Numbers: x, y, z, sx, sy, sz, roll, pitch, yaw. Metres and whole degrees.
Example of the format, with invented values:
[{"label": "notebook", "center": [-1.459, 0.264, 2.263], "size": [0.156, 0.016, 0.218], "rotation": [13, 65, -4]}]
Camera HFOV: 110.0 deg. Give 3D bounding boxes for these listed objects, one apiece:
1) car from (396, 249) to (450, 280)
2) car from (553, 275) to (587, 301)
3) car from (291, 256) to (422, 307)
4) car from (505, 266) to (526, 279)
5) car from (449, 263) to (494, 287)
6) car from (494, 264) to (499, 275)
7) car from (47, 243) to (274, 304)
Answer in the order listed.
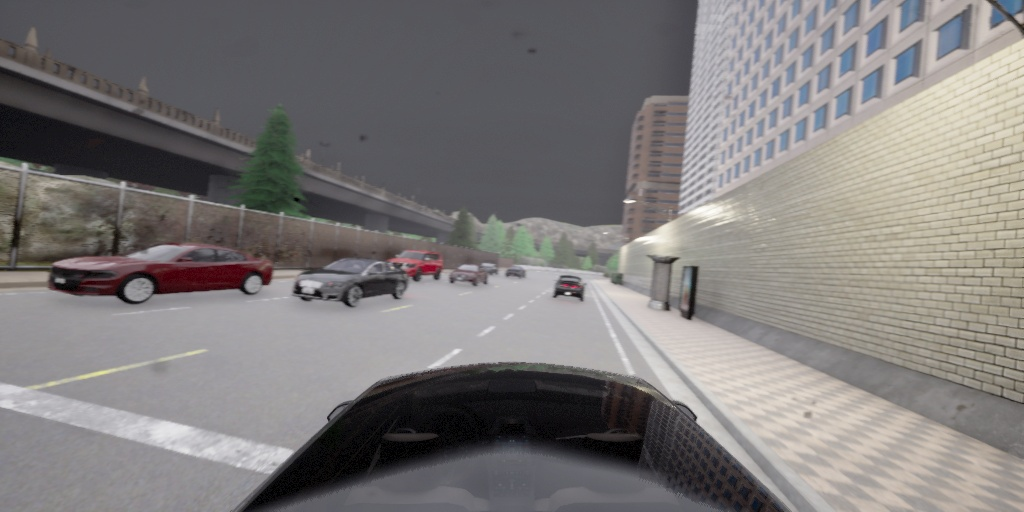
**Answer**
[{"label": "car", "center": [-6.620, 0.596, 24.985], "size": [2.150, 2.045, 5.566], "rotation": [6, 0, 11]}, {"label": "car", "center": [3.776, 2.037, 23.405], "size": [1.837, 1.490, 4.892], "rotation": [6, -1, 11]}, {"label": "car", "center": [-5.441, 0.823, 12.832], "size": [2.128, 1.511, 4.902], "rotation": [6, -1, 11]}, {"label": "car", "center": [0.549, 1.935, 43.486], "size": [2.033, 1.411, 5.357], "rotation": [6, -1, 11]}, {"label": "car", "center": [-2.960, 1.297, 25.676], "size": [1.812, 1.442, 4.674], "rotation": [6, -1, 11]}, {"label": "car", "center": [-2.927, 1.558, 43.860], "size": [1.812, 1.442, 4.674], "rotation": [6, -1, 11]}, {"label": "car", "center": [-9.463, 0.355, 10.350], "size": [1.882, 1.535, 5.008], "rotation": [6, -1, 11]}]
